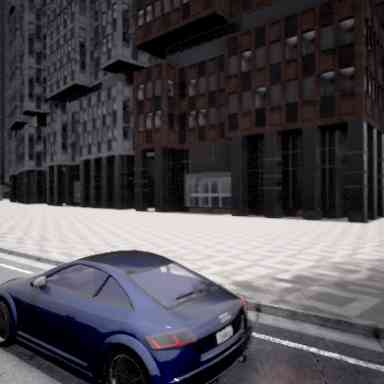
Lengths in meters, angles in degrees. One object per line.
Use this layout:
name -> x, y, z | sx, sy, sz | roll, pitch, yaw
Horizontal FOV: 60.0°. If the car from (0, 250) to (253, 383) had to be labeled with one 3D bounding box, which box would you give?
car -> -1.239, 1.595, 4.956 | 4.181, 1.385, 1.994 | 0, 0, 36
